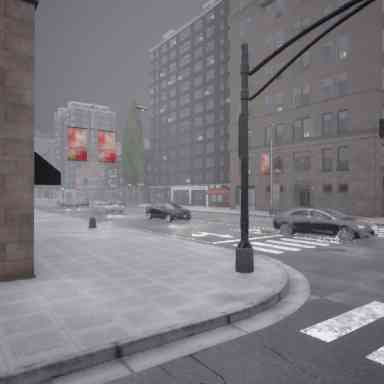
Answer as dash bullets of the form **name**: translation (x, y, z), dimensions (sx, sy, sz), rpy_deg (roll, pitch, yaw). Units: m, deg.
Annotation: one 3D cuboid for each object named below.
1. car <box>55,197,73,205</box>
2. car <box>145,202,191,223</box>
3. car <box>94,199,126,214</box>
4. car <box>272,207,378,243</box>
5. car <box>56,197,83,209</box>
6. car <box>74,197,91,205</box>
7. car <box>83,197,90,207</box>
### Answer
- **car**: translation (-25.225, 1.803, 65.260), dimensions (2.033, 1.411, 5.357), rpy_deg (0, 0, -36)
- **car**: translation (-1.994, 1.562, 26.999), dimensions (1.882, 1.535, 5.008), rpy_deg (0, 0, -36)
- **car**: translation (-9.260, 1.733, 37.131), dimensions (1.895, 1.301, 4.718), rpy_deg (0, 0, -36)
- **car**: translation (6.355, 1.524, 16.392), dimensions (4.902, 1.511, 2.128), rpy_deg (0, 0, 44)
- **car**: translation (-18.590, 1.752, 50.284), dimensions (1.837, 1.490, 4.892), rpy_deg (0, 0, -36)
- **car**: translation (-21.850, 1.760, 66.140), dimensions (1.837, 1.490, 4.892), rpy_deg (0, 0, -36)
- **car**: translation (-19.024, 1.782, 56.636), dimensions (1.994, 1.385, 4.181), rpy_deg (0, 0, -36)
